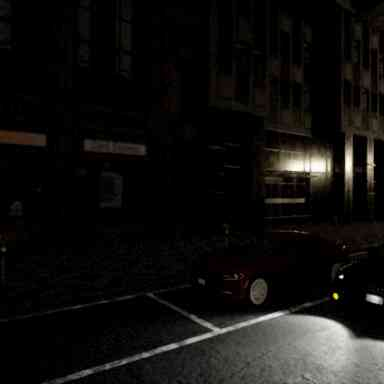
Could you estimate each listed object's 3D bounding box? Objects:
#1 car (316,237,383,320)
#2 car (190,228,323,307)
[{"bbox_3d":[4.700,1.638,6.716,4.181,1.385,1.994,1,0,-35],"label":"car"},{"bbox_3d":[2.032,1.606,8.108,4.507,1.381,1.887,1,-1,-36],"label":"car"}]
